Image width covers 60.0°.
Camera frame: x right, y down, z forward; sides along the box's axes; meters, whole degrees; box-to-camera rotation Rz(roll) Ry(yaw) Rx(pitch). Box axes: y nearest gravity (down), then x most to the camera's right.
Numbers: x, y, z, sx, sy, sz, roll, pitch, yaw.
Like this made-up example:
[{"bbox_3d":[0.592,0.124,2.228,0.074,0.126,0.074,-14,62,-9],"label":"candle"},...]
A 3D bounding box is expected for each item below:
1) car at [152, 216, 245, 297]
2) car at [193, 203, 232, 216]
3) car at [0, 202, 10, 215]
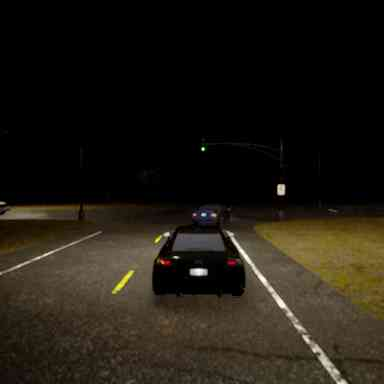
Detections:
[{"bbox_3d":[0.177,1.540,8.556,1.994,1.385,4.181,0,0,1],"label":"car"},{"bbox_3d":[1.498,1.479,23.266,2.033,1.411,5.357,0,0,17],"label":"car"},{"bbox_3d":[-21.713,1.417,34.026,5.566,2.045,2.150,-1,2,3],"label":"car"}]
